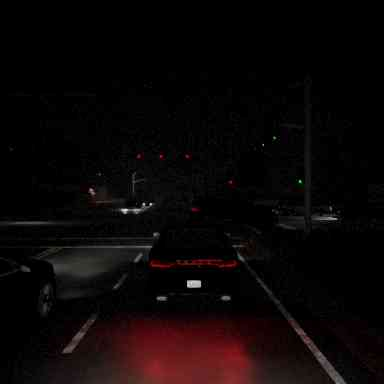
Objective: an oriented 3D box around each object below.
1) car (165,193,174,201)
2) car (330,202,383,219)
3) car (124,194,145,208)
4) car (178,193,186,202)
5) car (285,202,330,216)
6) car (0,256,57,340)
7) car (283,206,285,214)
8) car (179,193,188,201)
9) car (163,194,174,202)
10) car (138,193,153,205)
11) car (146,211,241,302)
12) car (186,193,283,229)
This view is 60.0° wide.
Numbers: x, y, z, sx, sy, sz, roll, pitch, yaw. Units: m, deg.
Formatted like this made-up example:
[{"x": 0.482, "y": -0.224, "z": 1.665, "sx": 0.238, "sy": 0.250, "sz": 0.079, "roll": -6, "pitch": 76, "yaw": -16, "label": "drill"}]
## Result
[{"x": -5.688, "y": 1.269, "z": 85.134, "sx": 2.097, "sy": 1.767, "sz": 4.553, "roll": 0, "pitch": 0, "yaw": -1, "label": "car"}, {"x": 14.762, "y": 1.564, "z": 28.946, "sx": 4.181, "sy": 1.385, "sz": 1.994, "roll": 0, "pitch": 0, "yaw": -2, "label": "car"}, {"x": -8.307, "y": 1.477, "z": 47.102, "sx": 1.882, "sy": 1.535, "sz": 5.008, "roll": 0, "pitch": 0, "yaw": -1, "label": "car"}, {"x": -1.900, "y": 1.225, "z": 74.229, "sx": 2.150, "sy": 2.045, "sz": 5.566, "roll": 0, "pitch": 0, "yaw": -1, "label": "car"}, {"x": 10.866, "y": 1.601, "z": 32.336, "sx": 4.718, "sy": 1.301, "sz": 1.895, "roll": 0, "pitch": 0, "yaw": -2, "label": "car"}, {"x": -3.468, "y": 1.492, "z": 4.374, "sx": 2.128, "sy": 1.511, "sz": 4.902, "roll": 0, "pitch": 0, "yaw": 0, "label": "car"}, {"x": 3.983, "y": 1.477, "z": 24.873, "sx": 5.008, "sy": 1.535, "sz": 1.882, "roll": 0, "pitch": 0, "yaw": -2, "label": "car"}, {"x": -2.182, "y": 1.225, "z": 84.962, "sx": 2.150, "sy": 2.045, "sz": 5.566, "roll": 0, "pitch": 0, "yaw": -1, "label": "car"}, {"x": -5.415, "y": 1.533, "z": 74.529, "sx": 2.033, "sy": 1.411, "sz": 5.357, "roll": 0, "pitch": 0, "yaw": -1, "label": "car"}, {"x": -8.545, "y": 1.221, "z": 57.087, "sx": 2.150, "sy": 2.045, "sz": 5.566, "roll": 0, "pitch": 0, "yaw": -1, "label": "car"}, {"x": 0.001, "y": 1.478, "z": 8.365, "sx": 1.882, "sy": 1.535, "sz": 5.008, "roll": 0, "pitch": 0, "yaw": -1, "label": "car"}, {"x": 2.575, "y": 1.221, "z": 21.323, "sx": 5.566, "sy": 2.045, "sz": 2.150, "roll": 0, "pitch": 0, "yaw": -3, "label": "car"}]
